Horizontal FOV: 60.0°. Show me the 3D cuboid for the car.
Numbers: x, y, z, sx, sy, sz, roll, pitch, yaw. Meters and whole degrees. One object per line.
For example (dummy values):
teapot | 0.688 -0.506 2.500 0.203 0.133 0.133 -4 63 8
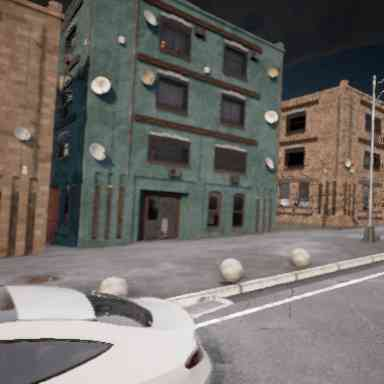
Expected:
car | -1.974 1.524 2.278 4.674 1.442 1.812 0 0 -35
